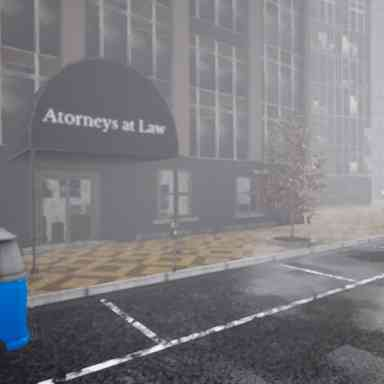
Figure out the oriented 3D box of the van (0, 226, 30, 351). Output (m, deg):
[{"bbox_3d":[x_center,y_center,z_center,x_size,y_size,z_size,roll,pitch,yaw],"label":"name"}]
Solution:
[{"bbox_3d":[-3.989,1.351,3.713,3.998,1.788,1.690,-1,0,-36],"label":"van"}]
